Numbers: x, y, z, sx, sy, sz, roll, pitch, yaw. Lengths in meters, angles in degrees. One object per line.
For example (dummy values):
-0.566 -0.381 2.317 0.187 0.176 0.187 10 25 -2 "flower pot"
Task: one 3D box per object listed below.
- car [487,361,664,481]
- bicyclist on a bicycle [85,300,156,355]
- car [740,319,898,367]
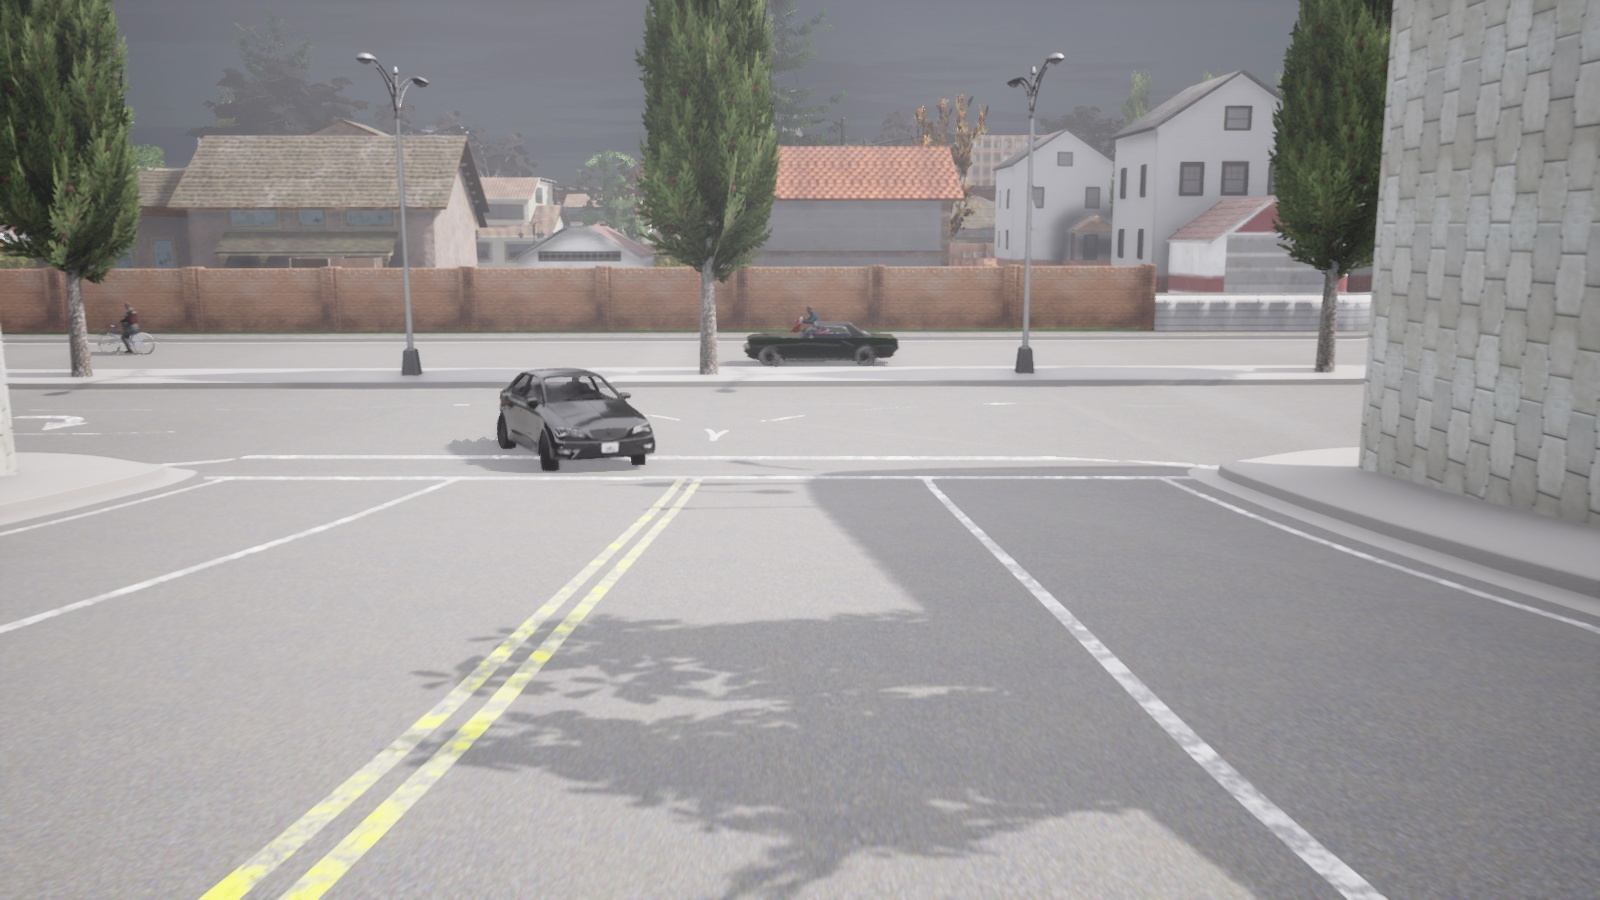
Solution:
-3.913 -0.598 21.366 1.816 1.474 4.193 -4 10 -26 "car"
-22.475 -4.050 41.557 1.843 1.776 0.659 0 10 -1 "bicyclist on a bicycle"
0.557 -3.284 38.482 4.718 1.301 1.895 0 10 -1 "car"
